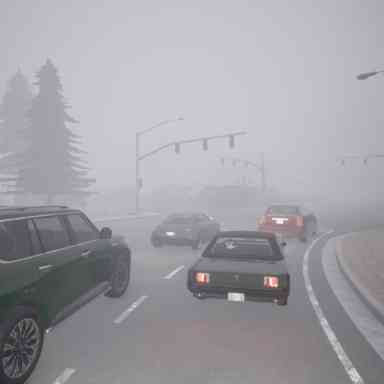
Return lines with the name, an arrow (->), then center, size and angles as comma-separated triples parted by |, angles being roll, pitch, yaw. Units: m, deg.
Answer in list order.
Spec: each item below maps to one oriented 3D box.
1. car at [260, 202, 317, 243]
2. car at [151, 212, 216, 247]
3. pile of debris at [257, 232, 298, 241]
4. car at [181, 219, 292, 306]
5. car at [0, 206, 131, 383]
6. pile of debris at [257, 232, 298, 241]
car -> 4.813, 1.322, 16.387 | 2.097, 1.767, 4.553 | 0, 0, 27
car -> -0.118, 1.547, 14.472 | 1.994, 1.385, 4.181 | 0, 0, 20
pile of debris -> 4.193, 2.147, 16.147 | 1.500, 0.140, 1.860 | 0, 0, 29
car -> 1.331, 1.589, 8.113 | 1.895, 1.301, 4.718 | 0, 0, 14
car -> -2.788, 1.222, 5.513 | 2.150, 2.045, 5.566 | 0, 0, 8
pile of debris -> 4.193, 2.147, 16.147 | 1.500, 0.140, 1.860 | 0, 0, 29
